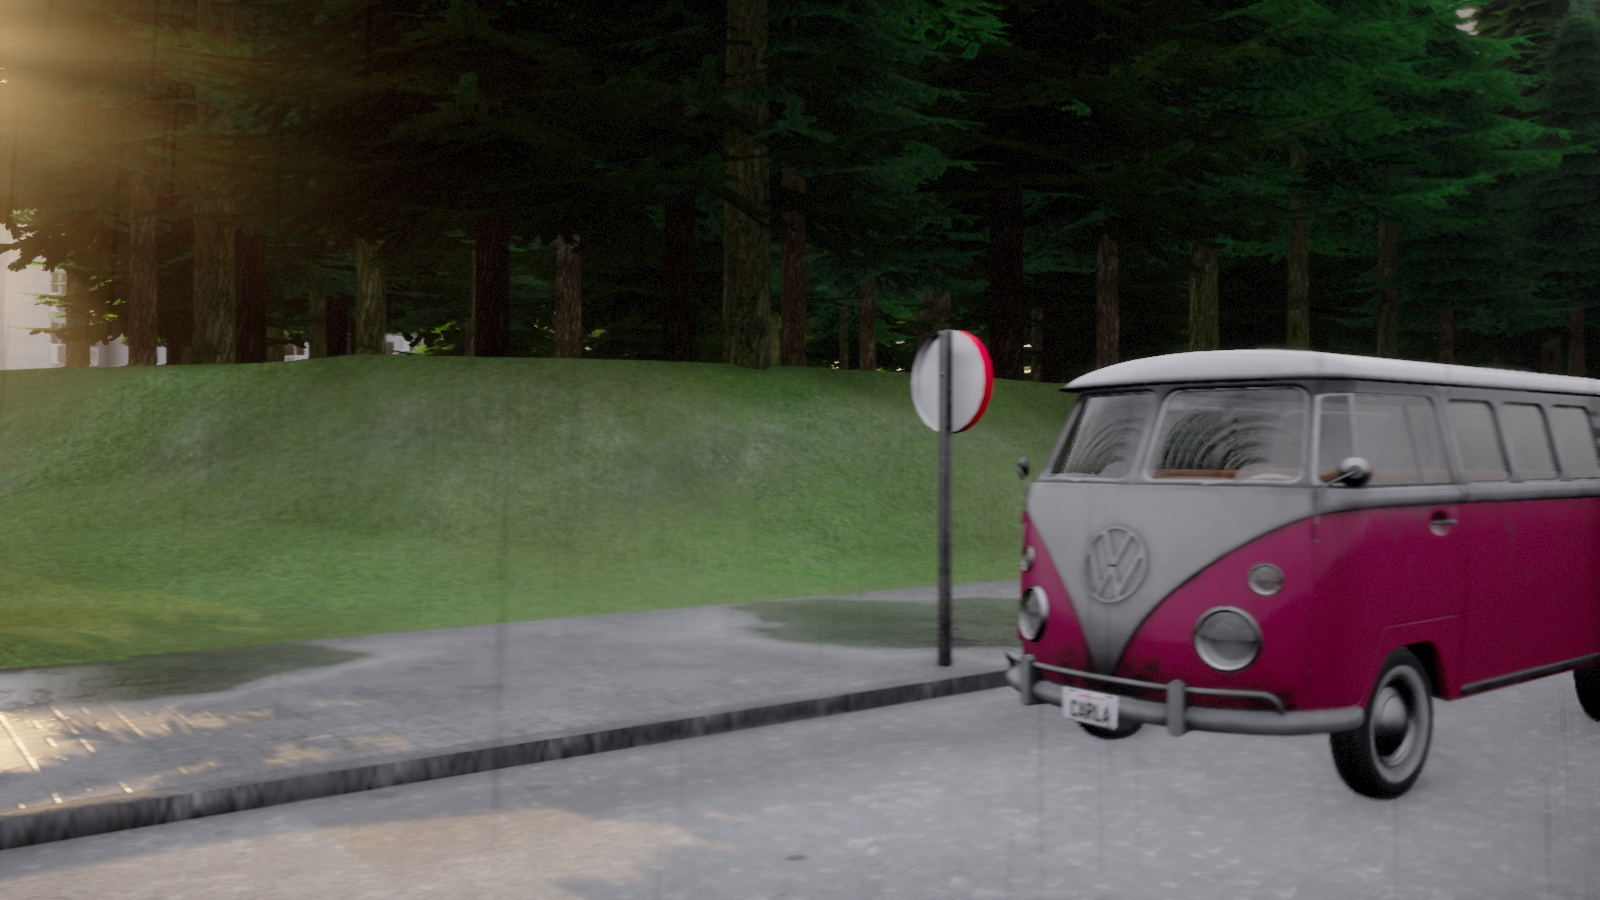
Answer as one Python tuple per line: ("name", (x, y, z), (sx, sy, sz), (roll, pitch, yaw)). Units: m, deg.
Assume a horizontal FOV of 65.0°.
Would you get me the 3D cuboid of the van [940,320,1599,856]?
("van", (2.976, 0.510, 6.718), (4.442, 1.987, 1.775), (0, 0, -38))
